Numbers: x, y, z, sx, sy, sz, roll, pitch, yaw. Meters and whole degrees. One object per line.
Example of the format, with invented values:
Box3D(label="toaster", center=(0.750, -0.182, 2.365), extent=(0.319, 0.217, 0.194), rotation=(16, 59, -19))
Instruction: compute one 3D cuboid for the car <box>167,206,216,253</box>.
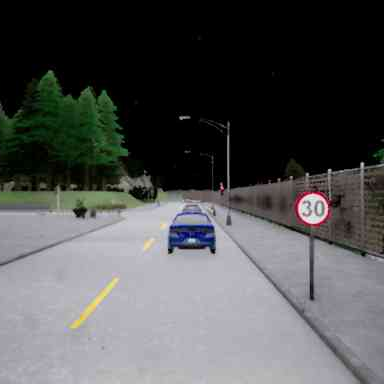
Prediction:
Box3D(label="car", center=(0.000, 1.614, 14.476), extent=(1.882, 1.535, 5.008), rotation=(0, 0, 0))
